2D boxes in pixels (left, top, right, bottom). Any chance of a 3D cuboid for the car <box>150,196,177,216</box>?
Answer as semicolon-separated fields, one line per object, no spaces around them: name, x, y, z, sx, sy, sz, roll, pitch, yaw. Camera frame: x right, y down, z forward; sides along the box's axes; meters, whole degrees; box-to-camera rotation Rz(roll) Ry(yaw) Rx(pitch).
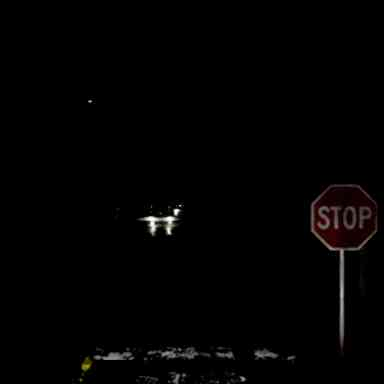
car;-2.843;1.353;32.247;2.097;1.767;4.553;0;0;0

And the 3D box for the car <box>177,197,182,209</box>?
car;-2.837;1.366;44.652;2.097;1.767;4.553;0;0;0

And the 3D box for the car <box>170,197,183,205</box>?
car;-2.796;1.587;60.876;2.033;1.411;5.357;0;0;1
